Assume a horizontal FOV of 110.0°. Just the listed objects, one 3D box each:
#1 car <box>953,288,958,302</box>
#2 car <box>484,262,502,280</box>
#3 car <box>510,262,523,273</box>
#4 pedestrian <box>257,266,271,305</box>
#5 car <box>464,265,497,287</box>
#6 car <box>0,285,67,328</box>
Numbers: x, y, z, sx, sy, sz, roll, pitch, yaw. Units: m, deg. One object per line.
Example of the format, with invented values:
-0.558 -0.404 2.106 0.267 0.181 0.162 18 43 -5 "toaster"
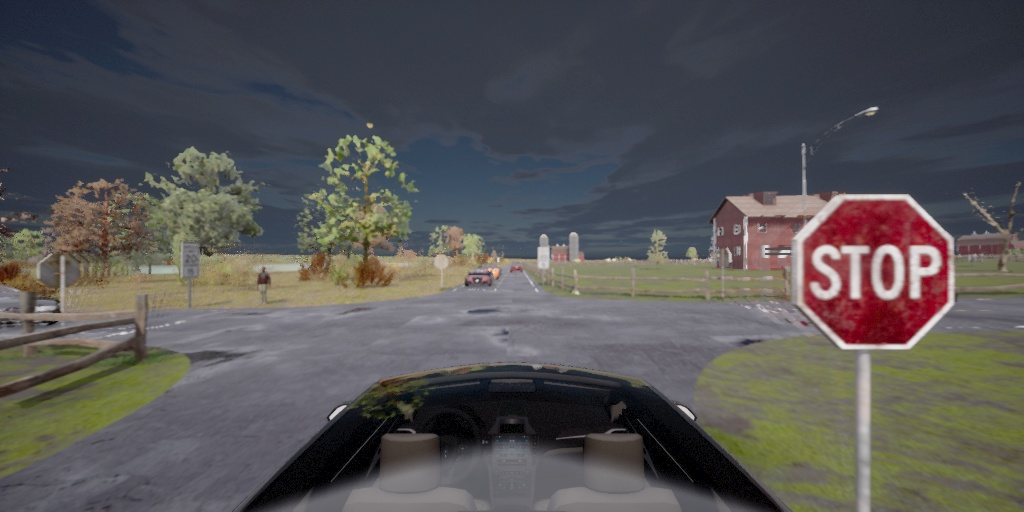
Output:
14.008 1.205 13.711 4.181 1.385 1.994 -1 0 1 "car"
-2.415 1.580 38.544 2.097 1.767 4.553 0 -1 1 "car"
0.745 1.833 58.905 2.097 1.767 4.553 0 -1 1 "car"
-11.969 1.391 17.221 0.375 1.860 0.375 0 1 1 "pedestrian"
-2.528 1.662 28.428 1.994 1.385 4.181 0 -1 1 "car"
-17.204 1.638 11.362 4.902 1.511 2.128 -1 0 1 "car"
